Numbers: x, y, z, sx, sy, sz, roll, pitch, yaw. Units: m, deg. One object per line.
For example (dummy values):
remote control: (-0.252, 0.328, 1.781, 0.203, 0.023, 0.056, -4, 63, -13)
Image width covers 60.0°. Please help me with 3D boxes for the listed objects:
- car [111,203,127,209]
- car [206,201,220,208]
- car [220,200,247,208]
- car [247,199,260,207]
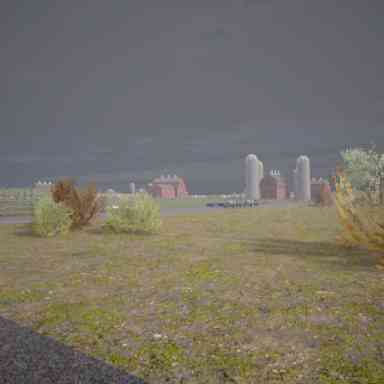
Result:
car: (-9.449, 1.970, 41.370, 1.895, 1.301, 4.718, -1, -1, 36)
car: (4.442, 2.228, 60.504, 1.895, 1.301, 4.718, -1, -1, 36)
car: (7.343, 2.093, 58.468, 1.812, 1.442, 4.674, -1, -1, 36)
car: (11.487, 2.173, 64.283, 1.812, 1.442, 4.674, -1, -1, 36)
